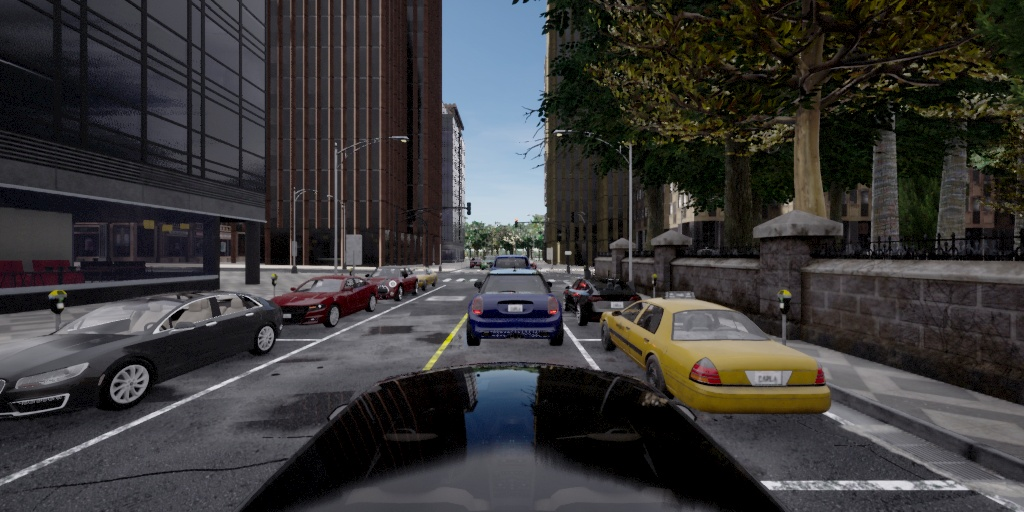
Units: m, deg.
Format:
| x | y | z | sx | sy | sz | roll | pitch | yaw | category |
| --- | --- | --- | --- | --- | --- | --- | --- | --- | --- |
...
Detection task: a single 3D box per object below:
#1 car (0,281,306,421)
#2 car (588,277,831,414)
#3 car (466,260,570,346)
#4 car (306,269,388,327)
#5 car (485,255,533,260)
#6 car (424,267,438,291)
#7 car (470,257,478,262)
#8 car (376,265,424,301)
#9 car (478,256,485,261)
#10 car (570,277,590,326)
| x | y | z | sx | sy | sz | roll | pitch | yaw | category |
| --- | --- | --- | --- | --- | --- | --- | --- | --- | --- |
| -5.769 | 1.300 | 5.985 | 2.007 | 1.370 | 4.403 | 0 | 0 | 0 | car |
| 2.756 | 1.275 | 6.170 | 1.751 | 1.417 | 4.829 | 0 | 0 | 0 | car |
| 0.041 | 1.102 | 9.560 | 2.097 | 1.767 | 4.553 | 0 | 0 | -1 | car |
| -5.777 | 1.295 | 11.442 | 1.888 | 1.381 | 4.507 | 0 | 0 | 0 | car |
| -0.021 | 0.972 | 18.995 | 2.150 | 2.045 | 5.566 | 0 | 0 | 0 | car |
| -5.793 | 1.277 | 22.186 | 1.751 | 1.417 | 4.829 | 0 | 0 | 0 | car |
| -5.849 | 1.079 | 59.764 | 2.192 | 1.841 | 5.009 | 0 | 0 | 0 | car |
| -5.786 | 1.190 | 16.899 | 1.967 | 1.591 | 4.097 | 0 | 0 | 0 | car |
| -3.176 | 0.978 | 51.232 | 2.150 | 2.045 | 5.566 | 0 | 1 | 0 | car |
| 2.748 | 1.316 | 11.457 | 1.948 | 1.339 | 4.313 | 0 | 0 | 0 | car |
